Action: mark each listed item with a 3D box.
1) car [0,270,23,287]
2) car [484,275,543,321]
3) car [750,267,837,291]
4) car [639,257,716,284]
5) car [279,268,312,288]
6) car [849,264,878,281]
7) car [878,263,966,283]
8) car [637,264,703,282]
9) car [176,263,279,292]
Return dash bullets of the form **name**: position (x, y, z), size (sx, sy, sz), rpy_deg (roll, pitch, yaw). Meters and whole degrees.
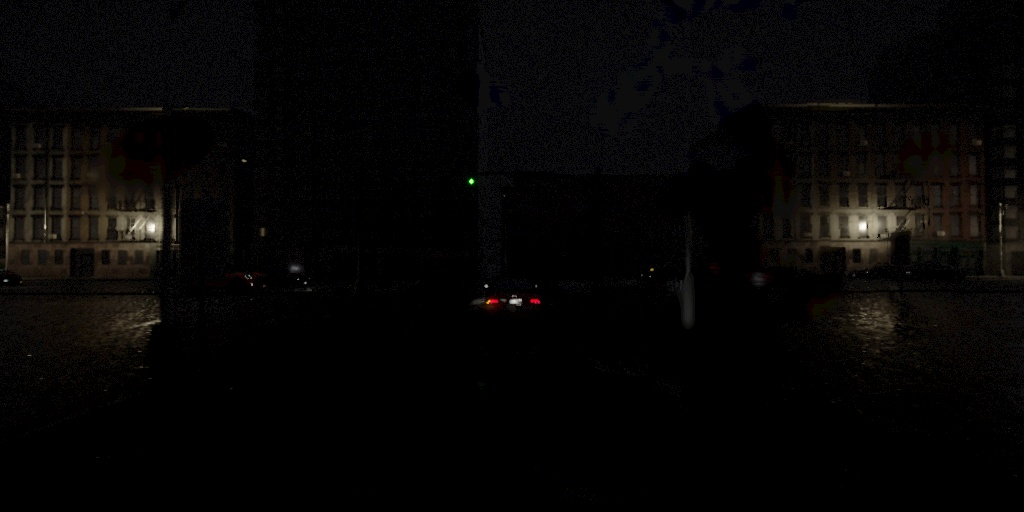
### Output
- **car**: position (-36.606, 1.507, 24.569), size (4.181, 1.385, 1.994), rpy_deg (0, -1, 0)
- **car**: position (-0.017, 1.367, 12.725), size (2.033, 1.411, 5.357), rpy_deg (0, 0, -2)
- **car**: position (16.755, 1.360, 21.451), size (4.181, 1.385, 1.994), rpy_deg (0, -1, 0)
- **car**: position (12.928, 1.115, 28.115), size (5.566, 2.045, 2.150), rpy_deg (-1, -1, -1)
- **car**: position (-16.822, 1.455, 24.605), size (5.357, 1.411, 2.033), rpy_deg (0, -1, 0)
- **car**: position (32.433, 1.397, 31.413), size (4.902, 1.511, 2.128), rpy_deg (0, -1, 0)
- **car**: position (32.468, 1.351, 28.164), size (4.902, 1.511, 2.128), rpy_deg (0, -1, 0)
- **car**: position (13.763, 1.447, 31.376), size (4.892, 1.490, 1.837), rpy_deg (-1, -1, 0)
- **car**: position (-16.997, 1.214, 21.360), size (4.553, 1.767, 2.097), rpy_deg (0, -1, 0)
